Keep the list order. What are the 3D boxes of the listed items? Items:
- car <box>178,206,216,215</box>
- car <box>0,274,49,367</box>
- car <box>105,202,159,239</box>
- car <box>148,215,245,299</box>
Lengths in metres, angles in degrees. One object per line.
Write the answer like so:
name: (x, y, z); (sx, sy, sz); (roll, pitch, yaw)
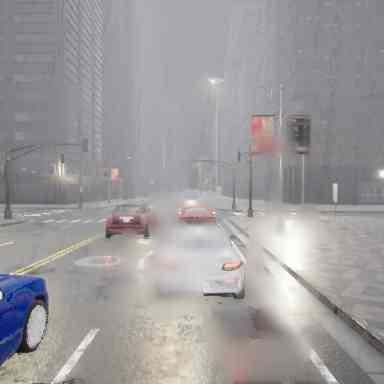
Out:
car: (0.263, 1.470, 17.638); (1.882, 1.535, 5.008); (0, 0, 0)
car: (-3.124, 1.476, 3.083); (1.882, 1.535, 5.008); (0, 0, 1)
car: (-2.994, 1.346, 17.512); (2.097, 1.767, 4.553); (0, 0, 1)
car: (0.183, 1.524, 8.309); (1.812, 1.442, 4.674); (0, 0, 0)
